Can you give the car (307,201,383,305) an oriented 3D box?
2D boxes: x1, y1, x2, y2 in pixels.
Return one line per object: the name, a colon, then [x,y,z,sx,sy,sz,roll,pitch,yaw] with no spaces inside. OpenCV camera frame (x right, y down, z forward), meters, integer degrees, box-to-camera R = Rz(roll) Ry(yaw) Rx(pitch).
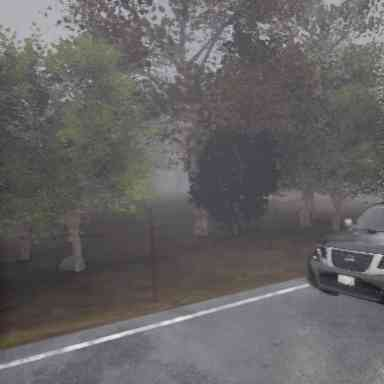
car: [5.009,1.211,7.459,5.566,2.045,2.150,0,0,-35]
